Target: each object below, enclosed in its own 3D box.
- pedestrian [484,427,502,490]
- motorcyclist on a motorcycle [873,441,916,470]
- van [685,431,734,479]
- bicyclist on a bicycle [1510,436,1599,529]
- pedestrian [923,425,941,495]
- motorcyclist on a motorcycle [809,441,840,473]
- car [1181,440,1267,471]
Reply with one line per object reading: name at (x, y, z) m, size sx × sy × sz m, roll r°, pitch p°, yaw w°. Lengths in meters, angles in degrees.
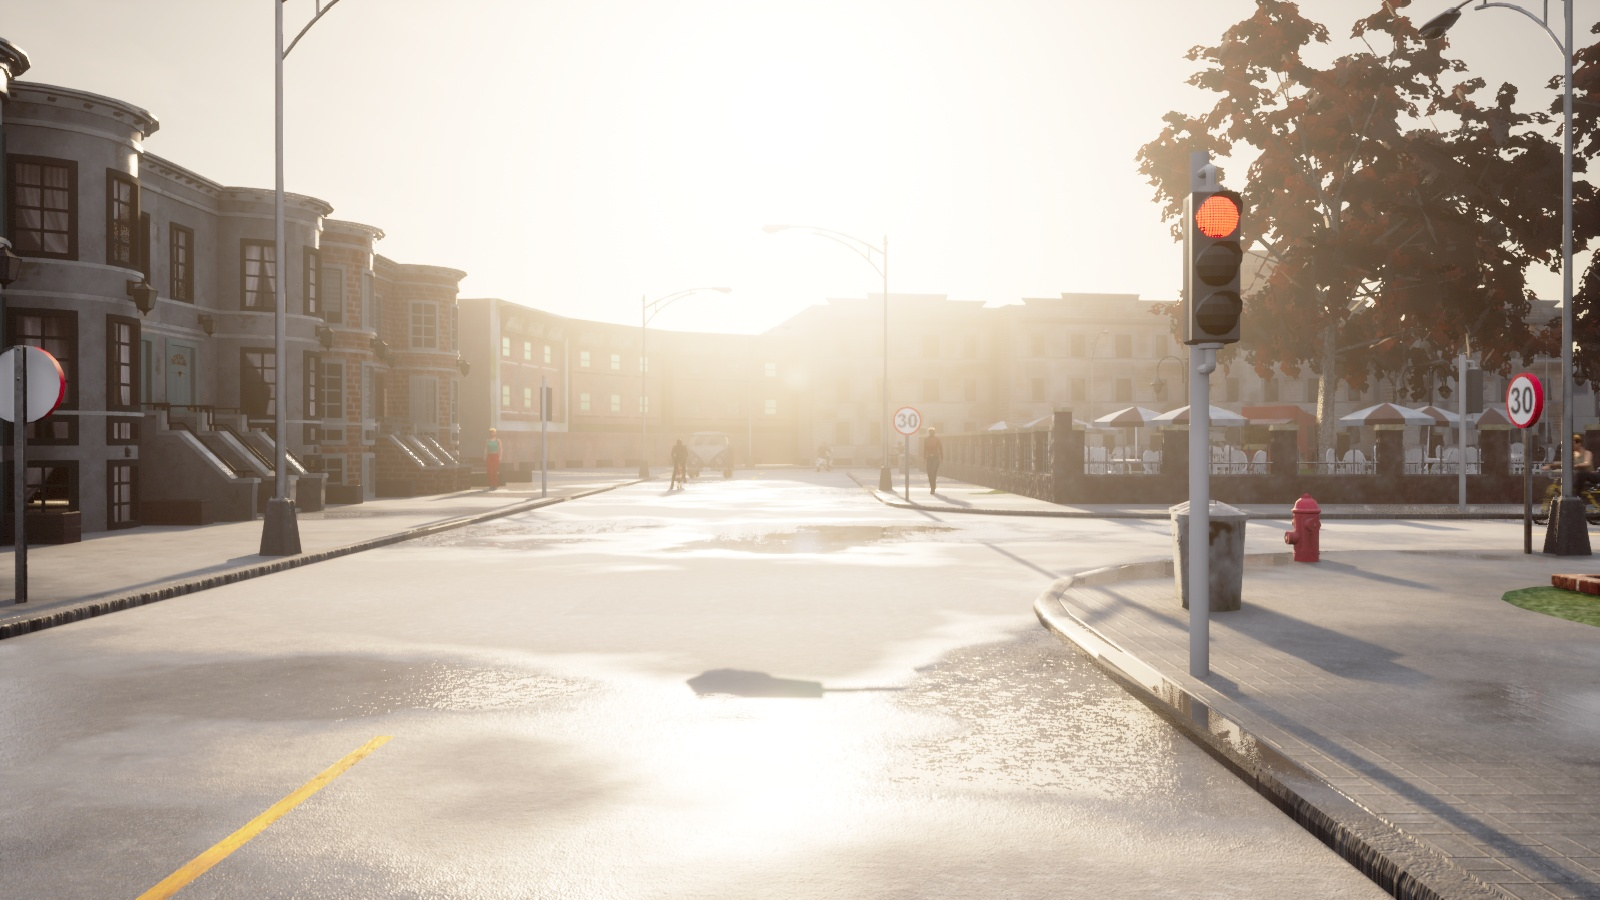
pedestrian at (-8.996, 0.241, 36.783) m, size 0.345 × 1.836 × 0.594 m, roll 0°, pitch 0°, yaw 5°
motorcyclist on a motorcycle at (5.353, 0.300, 71.363) m, size 2.350 × 1.649 × 0.766 m, roll 0°, pitch 1°, yaw -6°
van at (-3.829, 0.192, 53.856) m, size 1.775 × 1.987 × 4.442 m, roll 0°, pitch 0°, yaw 0°
bicyclist on a bicycle at (13.616, 0.568, 22.316) m, size 1.509 × 1.612 × 0.866 m, roll 0°, pitch 0°, yaw 0°
pedestrian at (3.527, 0.270, 33.507) m, size 0.331 × 1.846 × 0.636 m, roll 0°, pitch 0°, yaw 19°
motorcyclist on a motorcycle at (1.249, 0.342, 63.756) m, size 0.866 × 1.590 × 1.817 m, roll 2°, pitch 1°, yaw 24°
car at (22.778, 0.282, 67.531) m, size 3.988 × 1.617 × 1.851 m, roll 0°, pitch 0°, yaw 0°
